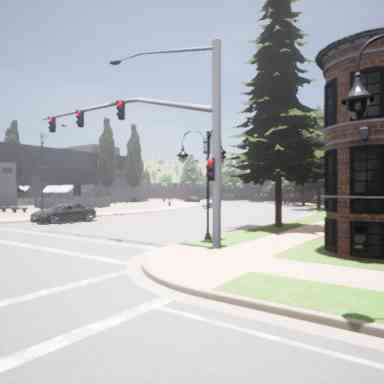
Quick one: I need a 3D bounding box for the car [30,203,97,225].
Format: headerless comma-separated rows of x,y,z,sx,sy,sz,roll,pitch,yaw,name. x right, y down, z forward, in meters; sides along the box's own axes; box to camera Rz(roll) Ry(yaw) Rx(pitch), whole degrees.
-9.234,1.570,24.282,1.837,1.490,4.892,0,1,35,car

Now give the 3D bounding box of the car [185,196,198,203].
0.177,1.538,71.283,2.033,1.411,5.357,0,0,-24,car

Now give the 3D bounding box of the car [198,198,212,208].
2.565,1.537,46.800,1.812,1.442,4.674,1,0,12,car
